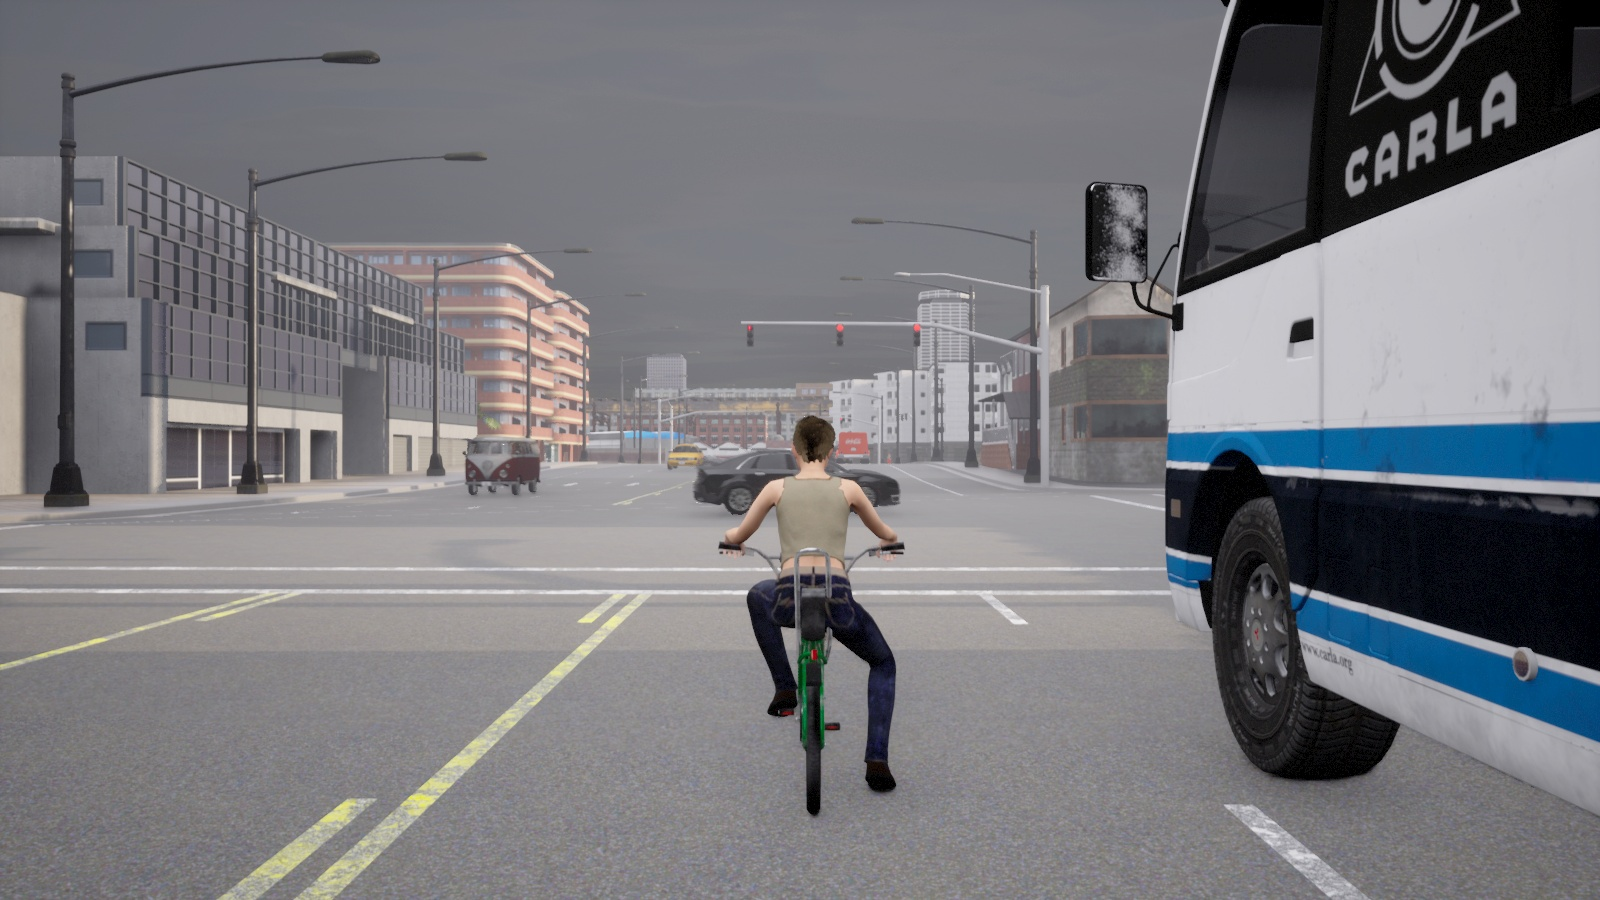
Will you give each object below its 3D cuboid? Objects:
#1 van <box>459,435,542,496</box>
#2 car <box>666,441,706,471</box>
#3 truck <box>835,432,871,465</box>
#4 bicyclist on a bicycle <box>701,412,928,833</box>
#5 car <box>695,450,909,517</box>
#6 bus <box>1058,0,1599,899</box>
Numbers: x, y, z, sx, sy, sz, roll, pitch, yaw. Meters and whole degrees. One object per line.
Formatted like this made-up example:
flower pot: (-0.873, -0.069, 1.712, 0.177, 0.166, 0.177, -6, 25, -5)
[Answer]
van: (-10.239, 0.524, 43.270, 1.775, 1.987, 4.442, 0, 0, 0)
car: (-6.571, 0.312, 72.608, 1.801, 1.575, 5.366, 0, 1, 0)
truck: (4.075, -0.080, 98.171, 2.627, 2.467, 5.204, 0, -1, 0)
bicyclist on a bicycle: (0.053, 0.658, 5.561, 0.866, 1.612, 1.509, 0, 0, 0)
car: (-0.006, 0.765, 29.686, 4.892, 1.490, 1.837, 0, 1, -6)
bus: (3.564, -0.639, 2.679, 3.944, 4.253, 10.273, 0, 0, 0)
